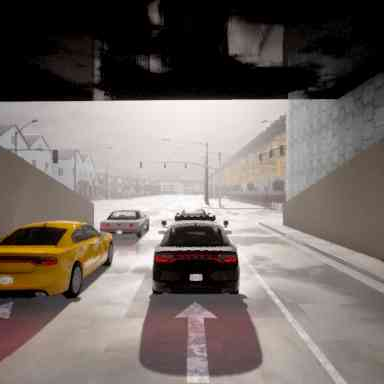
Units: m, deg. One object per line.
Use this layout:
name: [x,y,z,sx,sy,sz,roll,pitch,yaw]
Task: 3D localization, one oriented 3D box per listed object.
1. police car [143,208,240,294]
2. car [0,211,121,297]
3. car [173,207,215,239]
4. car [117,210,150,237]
police car: [0.084,1.425,8.932,1.930,1.638,5.238,0,0,0]
car: [-3.412,1.478,8.606,1.882,1.535,5.008,0,0,0]
car: [0.088,1.564,17.894,1.994,1.385,4.181,0,0,0]
car: [-3.410,1.601,17.848,1.895,1.301,4.718,0,0,0]
